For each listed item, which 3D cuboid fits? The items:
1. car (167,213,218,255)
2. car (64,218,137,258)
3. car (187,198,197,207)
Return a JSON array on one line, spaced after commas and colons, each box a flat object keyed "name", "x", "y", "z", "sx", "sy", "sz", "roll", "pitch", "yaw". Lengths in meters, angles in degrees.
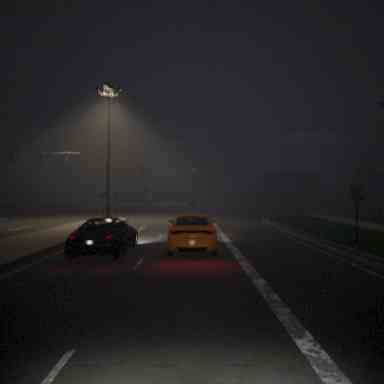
[{"name": "car", "x": 0.020, "y": 1.634, "z": 14.134, "sx": 1.882, "sy": 1.535, "sz": 5.008, "roll": 0, "pitch": 0, "yaw": 0}, {"name": "car", "x": -3.485, "y": 1.713, "z": 13.376, "sx": 1.994, "sy": 1.385, "sz": 4.181, "roll": 0, "pitch": -1, "yaw": 1}, {"name": "car", "x": -0.010, "y": 2.259, "z": 66.843, "sx": 1.812, "sy": 1.442, "sz": 4.674, "roll": 0, "pitch": -1, "yaw": 0}]
